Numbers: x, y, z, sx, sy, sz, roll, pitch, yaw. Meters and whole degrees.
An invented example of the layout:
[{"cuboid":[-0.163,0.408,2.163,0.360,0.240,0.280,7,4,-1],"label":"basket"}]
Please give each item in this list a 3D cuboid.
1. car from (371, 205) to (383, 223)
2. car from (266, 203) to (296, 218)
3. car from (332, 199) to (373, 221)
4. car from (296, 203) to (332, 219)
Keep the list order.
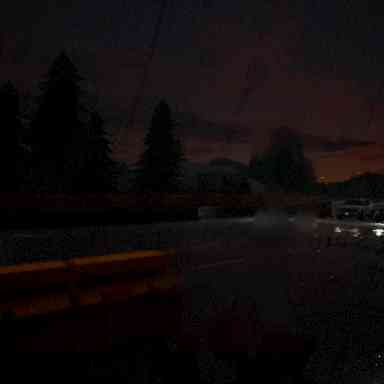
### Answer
[{"cuboid":[17.329,1.951,28.632,1.994,1.385,4.181,-1,-1,43],"label":"car"},{"cuboid":[9.885,1.957,36.026,2.128,1.511,4.902,-1,-1,43],"label":"car"},{"cuboid":[15.889,1.653,32.197,2.150,2.045,5.566,-1,-1,43],"label":"car"},{"cuboid":[12.832,1.950,34.054,1.837,1.490,4.892,0,-1,43],"label":"car"}]
